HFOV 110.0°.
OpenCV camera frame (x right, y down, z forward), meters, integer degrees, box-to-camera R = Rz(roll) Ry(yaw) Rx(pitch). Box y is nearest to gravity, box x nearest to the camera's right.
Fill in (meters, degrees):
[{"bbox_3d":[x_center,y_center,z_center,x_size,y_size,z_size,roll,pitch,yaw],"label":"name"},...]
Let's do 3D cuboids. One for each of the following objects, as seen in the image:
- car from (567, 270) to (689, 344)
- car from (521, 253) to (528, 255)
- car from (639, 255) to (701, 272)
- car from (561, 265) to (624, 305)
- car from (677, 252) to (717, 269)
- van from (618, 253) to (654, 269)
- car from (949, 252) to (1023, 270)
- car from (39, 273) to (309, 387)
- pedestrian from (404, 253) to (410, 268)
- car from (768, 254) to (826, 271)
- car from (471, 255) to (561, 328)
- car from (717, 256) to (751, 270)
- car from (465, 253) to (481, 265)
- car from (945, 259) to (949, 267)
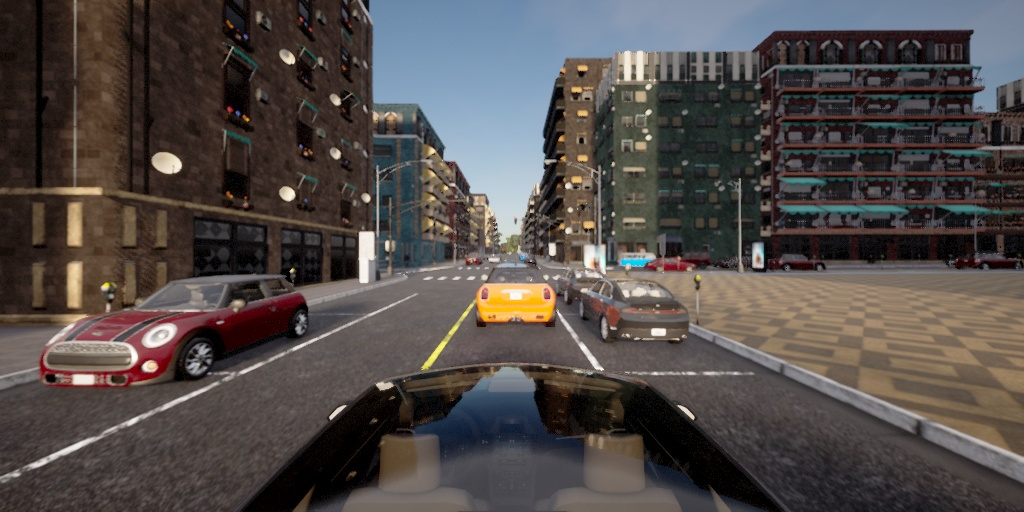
[{"bbox_3d":[2.820,1.206,9.098,2.007,1.370,4.403,0,0,0],"label":"car"},{"bbox_3d":[2.692,0.666,52.857,1.948,1.339,4.313,0,0,0],"label":"car"},{"bbox_3d":[13.708,0.776,31.290,4.207,1.307,1.802,0,0,0],"label":"car"},{"bbox_3d":[2.820,1.135,14.668,2.007,1.370,4.403,0,0,0],"label":"car"},{"bbox_3d":[19.298,0.482,39.631,5.009,1.841,2.192,0,0,0],"label":"car"},{"bbox_3d":[13.771,0.550,39.671,3.998,1.789,1.690,0,0,0],"label":"van"},{"bbox_3d":[41.345,0.427,31.088,4.097,1.591,1.967,0,0,0],"label":"car"},{"bbox_3d":[-5.820,1.124,6.863,1.967,1.591,4.097,0,0,0],"label":"car"},{"bbox_3d":[-12.528,0.561,42.812,0.375,1.860,0.375,0,0,0],"label":"pedestrian"},{"bbox_3d":[24.764,0.550,31.210,4.097,1.591,1.967,0,0,0],"label":"car"},{"bbox_3d":[0.097,0.985,11.063,2.097,1.767,4.553,0,1,0],"label":"car"},{"bbox_3d":[23.952,0.674,37.009,5.357,1.411,2.033,0,0,0],"label":"car"},{"bbox_3d":[-5.688,0.415,52.898,2.192,1.841,5.009,0,0,0],"label":"car"},{"bbox_3d":[47.509,0.446,36.758,4.902,1.511,2.128,0,0,1],"label":"car"}]
